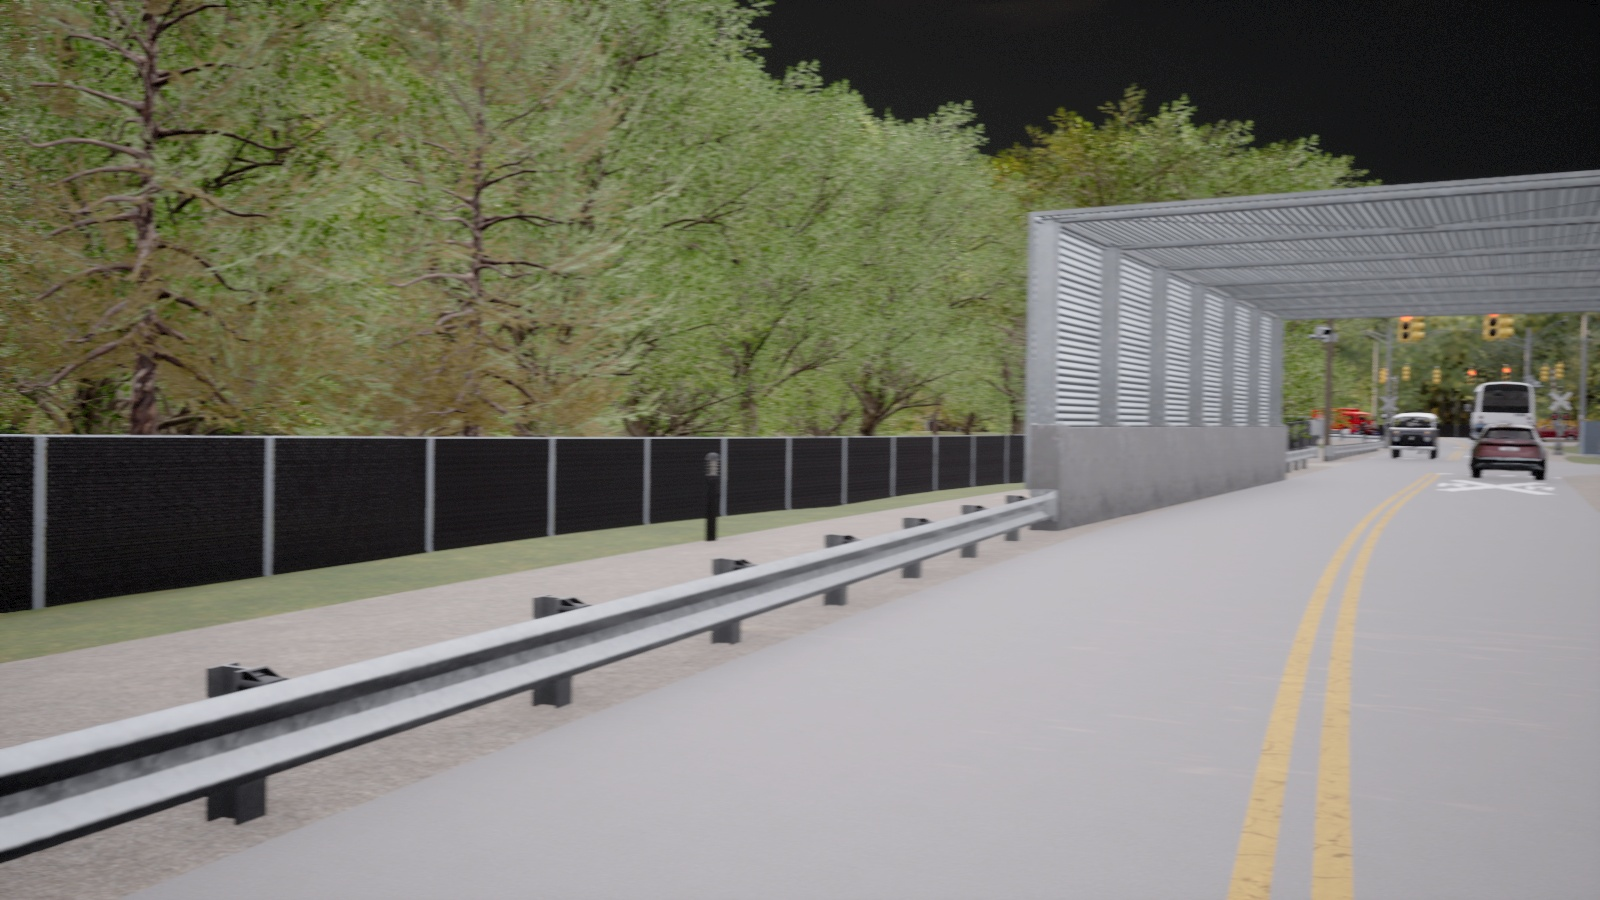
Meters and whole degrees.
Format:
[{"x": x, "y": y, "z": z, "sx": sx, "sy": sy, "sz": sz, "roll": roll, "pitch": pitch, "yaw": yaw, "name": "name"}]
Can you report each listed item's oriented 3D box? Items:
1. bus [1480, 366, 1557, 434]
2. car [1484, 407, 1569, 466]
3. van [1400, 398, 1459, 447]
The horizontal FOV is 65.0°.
[{"x": 47.930, "y": -3.348, "z": 84.113, "sx": 3.944, "sy": 4.253, "sz": 10.273, "roll": 1, "pitch": 2, "yaw": 27, "name": "bus"}, {"x": 21.504, "y": -0.455, "z": 37.314, "sx": 2.033, "sy": 1.649, "sz": 4.856, "roll": 1, "pitch": 2, "yaw": 29, "name": "car"}, {"x": 27.849, "y": -1.229, "z": 55.505, "sx": 2.069, "sy": 2.038, "sz": 4.480, "roll": 0, "pitch": 2, "yaw": 30, "name": "van"}]
